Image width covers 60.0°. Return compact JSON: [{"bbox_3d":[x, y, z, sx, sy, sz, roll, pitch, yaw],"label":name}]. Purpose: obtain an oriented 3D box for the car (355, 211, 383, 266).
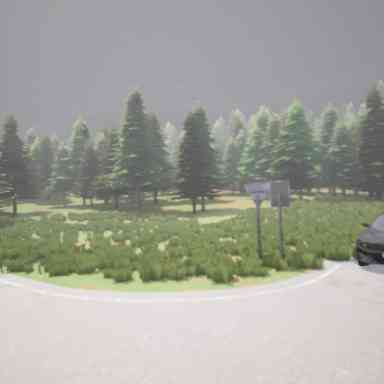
[{"bbox_3d":[6.609,1.296,10.344,1.882,1.535,5.008,-3,-1,41],"label":"car"}]
